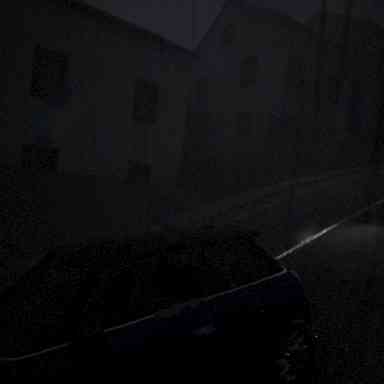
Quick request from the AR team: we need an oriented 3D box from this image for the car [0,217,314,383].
[{"bbox_3d":[-0.894,1.280,3.357,4.553,1.767,2.097,-4,2,-34],"label":"car"}]
